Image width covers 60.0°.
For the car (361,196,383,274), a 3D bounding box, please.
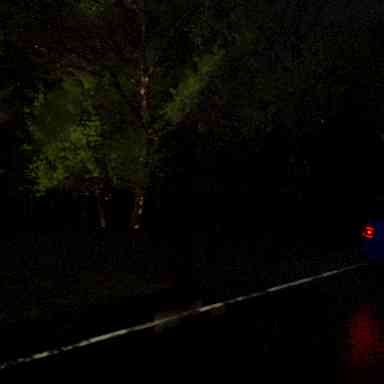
[{"bbox_3d":[6.584,1.018,8.531,5.566,2.045,2.150,-2,1,-35],"label":"car"}]
